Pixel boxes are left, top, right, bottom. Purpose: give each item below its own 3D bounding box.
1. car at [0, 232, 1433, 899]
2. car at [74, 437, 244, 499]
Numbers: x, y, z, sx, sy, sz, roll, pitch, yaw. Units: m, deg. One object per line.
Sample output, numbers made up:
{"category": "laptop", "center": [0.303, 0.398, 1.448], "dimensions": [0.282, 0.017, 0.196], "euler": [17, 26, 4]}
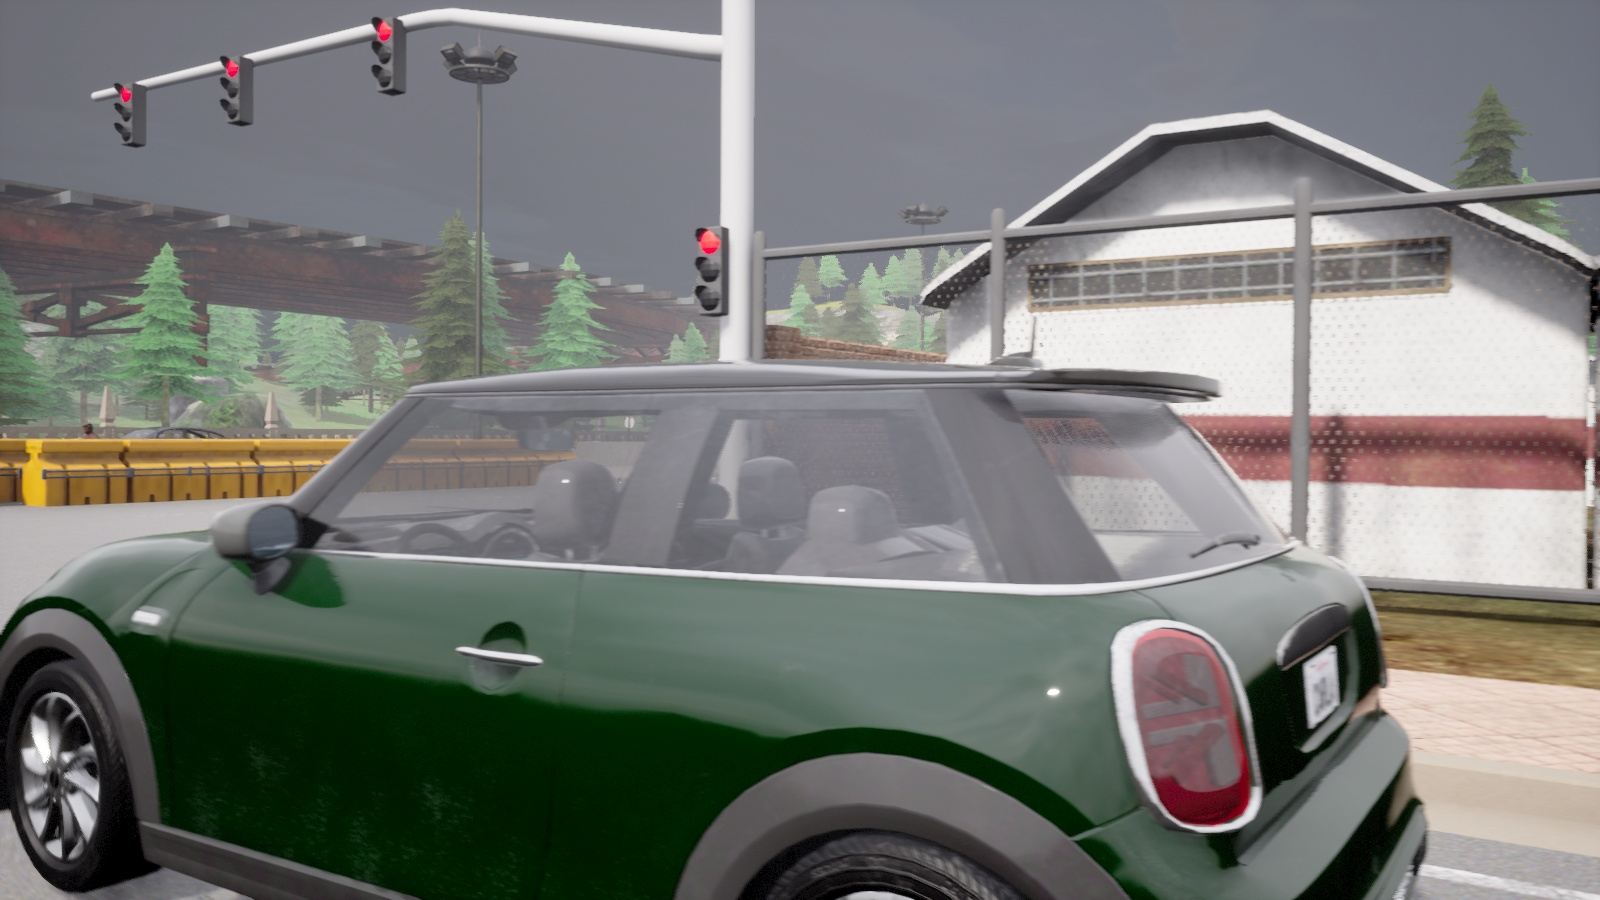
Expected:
{"category": "car", "center": [-0.637, 0.543, 4.051], "dimensions": [4.553, 1.767, 2.097], "euler": [0, 1, 34]}
{"category": "car", "center": [-17.379, 0.452, 34.211], "dimensions": [1.789, 1.549, 3.705], "euler": [0, 1, 32]}
